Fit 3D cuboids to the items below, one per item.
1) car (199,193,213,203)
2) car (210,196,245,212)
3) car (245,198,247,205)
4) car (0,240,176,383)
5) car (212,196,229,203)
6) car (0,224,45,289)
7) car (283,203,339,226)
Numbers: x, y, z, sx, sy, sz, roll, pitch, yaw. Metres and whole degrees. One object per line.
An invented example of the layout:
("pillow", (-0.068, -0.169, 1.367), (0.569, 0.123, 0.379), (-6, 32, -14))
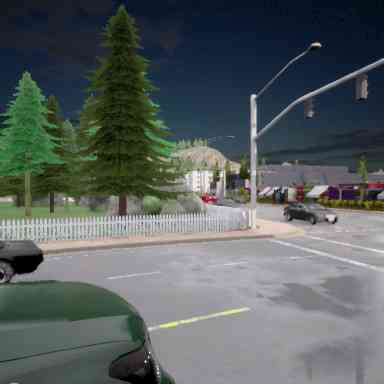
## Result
("car", (2.899, 1.277, 69.600), (2.150, 2.045, 5.566), (0, 0, -17))
("car", (4.118, 1.560, 39.719), (1.837, 1.490, 4.892), (0, 0, -16))
("car", (8.667, 1.547, 62.286), (2.128, 1.511, 4.902), (0, 0, -16))
("car", (-2.767, 1.221, 1.662), (5.566, 2.045, 2.150), (0, 0, -36))
("car", (6.045, 1.559, 71.150), (1.837, 1.490, 4.892), (0, 0, -16))
("car", (-6.124, 1.601, 7.746), (4.718, 1.301, 1.895), (0, 0, -32))
("car", (8.559, 1.547, 24.360), (2.128, 1.511, 4.902), (0, 0, -16))
